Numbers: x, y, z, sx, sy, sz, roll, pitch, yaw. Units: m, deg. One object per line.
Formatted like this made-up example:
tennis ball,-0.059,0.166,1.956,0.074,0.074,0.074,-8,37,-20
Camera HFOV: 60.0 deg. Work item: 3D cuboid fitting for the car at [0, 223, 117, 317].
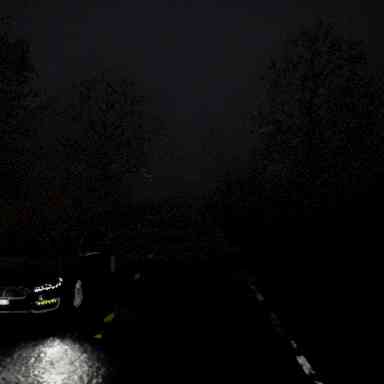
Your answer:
car,-3.099,1.572,7.903,1.837,1.490,4.892,0,0,0
